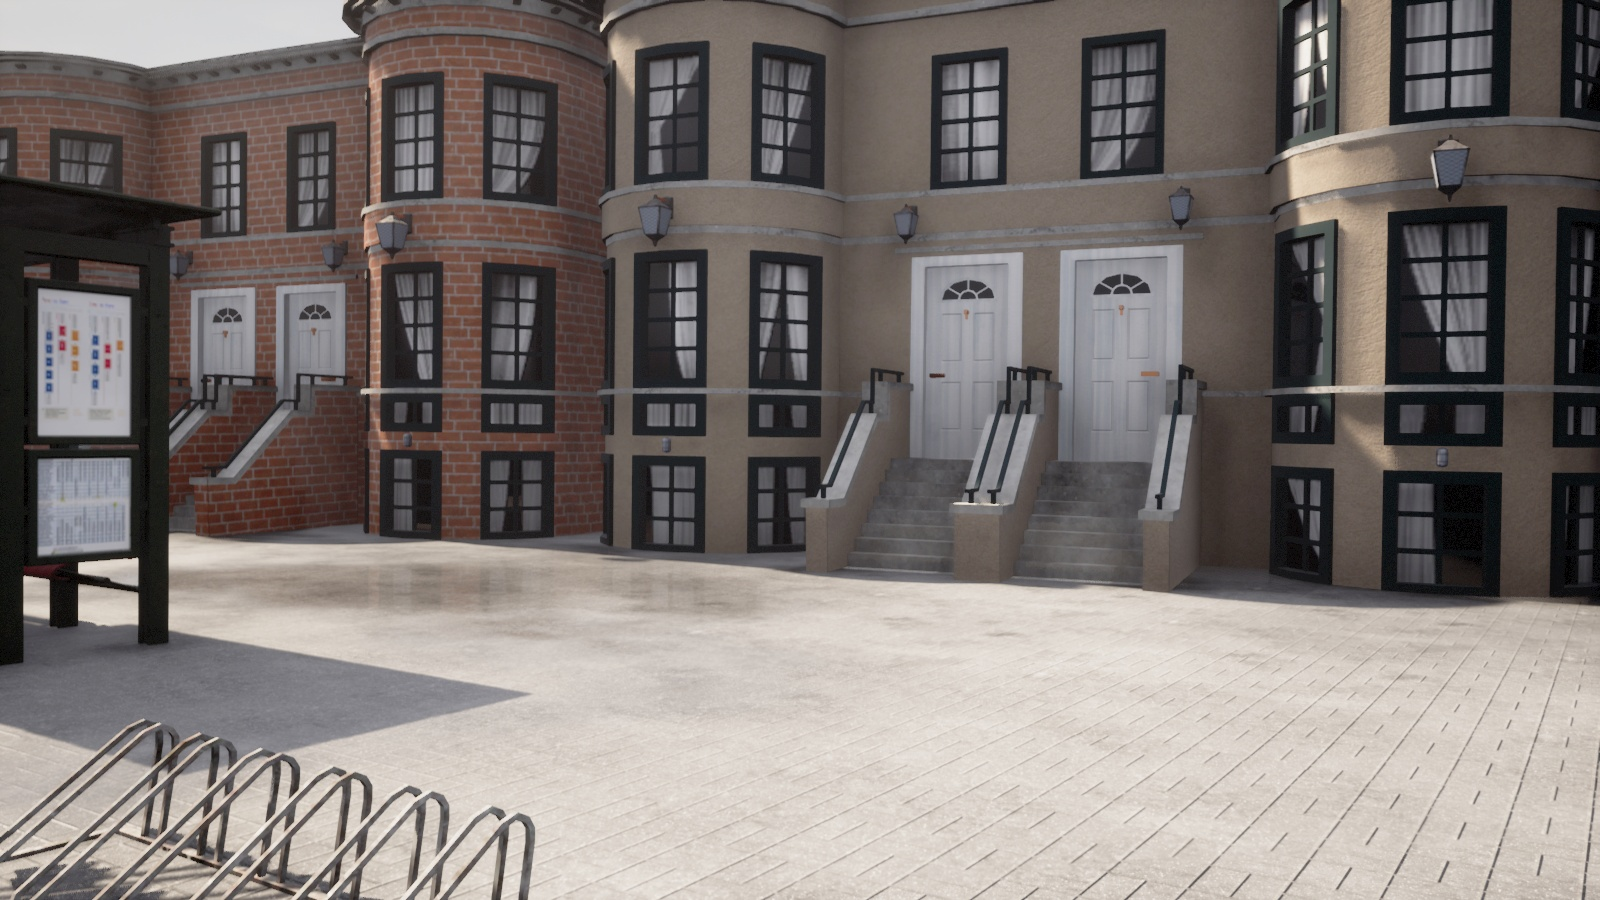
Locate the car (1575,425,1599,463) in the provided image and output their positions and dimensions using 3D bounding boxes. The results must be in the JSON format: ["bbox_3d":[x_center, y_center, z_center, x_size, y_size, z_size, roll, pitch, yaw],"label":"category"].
[{"bbox_3d":[33.659,-0.256,51.051,3.633,1.501,1.845,0,1,34],"label":"car"}]
